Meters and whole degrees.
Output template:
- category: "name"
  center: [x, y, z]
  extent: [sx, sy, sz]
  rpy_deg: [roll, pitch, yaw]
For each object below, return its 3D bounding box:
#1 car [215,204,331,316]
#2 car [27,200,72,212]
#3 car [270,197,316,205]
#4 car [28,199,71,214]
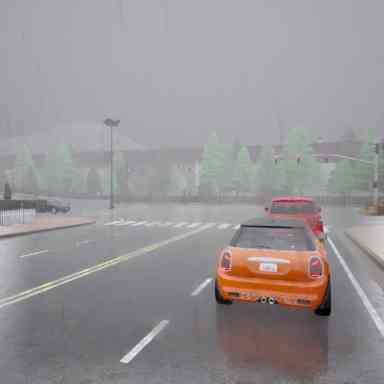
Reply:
- category: "car"
  center: [2.056, 1.352, 7.890]
  extent: [2.097, 1.767, 4.553]
  rpy_deg: [0, 0, 19]
- category: "car"
  center: [-16.814, 1.592, 39.325]
  extent: [4.718, 1.301, 1.895]
  rpy_deg: [0, 0, 16]
- category: "car"
  center: [4.271, 1.221, 14.150]
  extent: [2.150, 2.045, 5.566]
  rpy_deg: [0, 0, 16]
- category: "car"
  center: [-15.227, 1.502, 35.212]
  extent: [4.892, 1.490, 1.837]
  rpy_deg: [0, 0, 18]
